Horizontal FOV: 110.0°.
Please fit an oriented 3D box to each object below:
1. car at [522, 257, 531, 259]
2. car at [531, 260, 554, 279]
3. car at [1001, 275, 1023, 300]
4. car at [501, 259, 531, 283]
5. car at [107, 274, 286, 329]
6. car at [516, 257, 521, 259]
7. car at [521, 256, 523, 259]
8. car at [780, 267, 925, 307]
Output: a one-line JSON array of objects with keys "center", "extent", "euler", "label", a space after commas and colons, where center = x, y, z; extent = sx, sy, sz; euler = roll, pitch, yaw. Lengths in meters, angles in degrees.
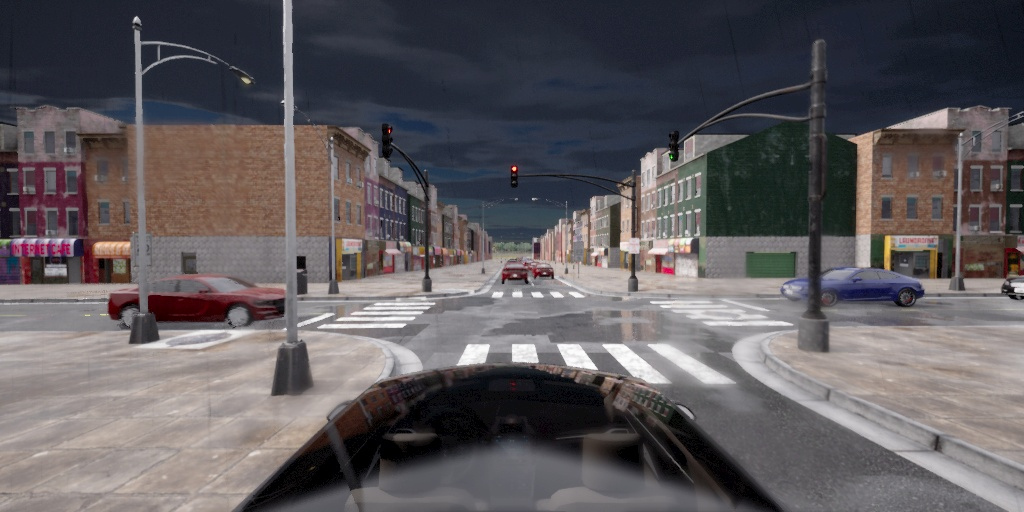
[{"center": [2.744, 1.283, 53.795], "extent": [1.888, 1.381, 4.507], "euler": [0, 0, 0], "label": "car"}, {"center": [2.698, 1.286, 31.665], "extent": [1.888, 1.381, 4.507], "euler": [0, 0, 0], "label": "car"}, {"center": [22.461, 1.085, 14.069], "extent": [4.902, 1.511, 2.128], "euler": [0, 1, 0], "label": "car"}, {"center": [0.197, 1.219, 27.665], "extent": [1.882, 1.535, 5.008], "euler": [0, 0, 0], "label": "car"}, {"center": [-9.457, 1.318, 11.195], "extent": [5.008, 1.535, 1.882], "euler": [0, 1, 0], "label": "car"}, {"center": [0.116, 1.243, 56.711], "extent": [1.837, 1.490, 4.892], "euler": [0, 0, 0], "label": "car"}, {"center": [2.755, 1.177, 59.328], "extent": [1.967, 1.591, 4.097], "euler": [0, 0, 0], "label": "car"}, {"center": [13.299, 1.158, 14.113], "extent": [4.674, 1.442, 1.812], "euler": [0, 1, 1], "label": "car"}]
